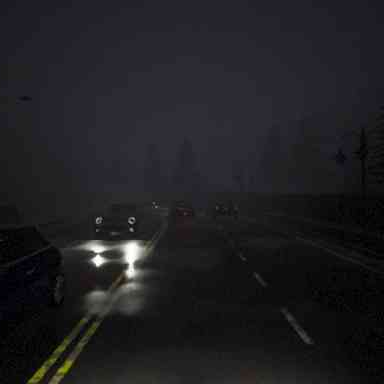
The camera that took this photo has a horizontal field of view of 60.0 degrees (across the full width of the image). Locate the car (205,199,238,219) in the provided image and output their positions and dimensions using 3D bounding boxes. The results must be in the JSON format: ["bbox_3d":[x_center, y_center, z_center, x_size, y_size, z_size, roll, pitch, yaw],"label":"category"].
[{"bbox_3d":[2.458,1.356,28.928,2.097,1.767,4.553,0,0,-9],"label":"car"}]

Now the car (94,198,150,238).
[{"bbox_3d":[-3.700,1.355,17.768,2.097,1.767,4.553,0,0,-1],"label":"car"}]

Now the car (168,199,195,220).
[{"bbox_3d":[-0.919,1.494,28.246,2.128,1.511,4.902,0,0,-9],"label":"car"}]

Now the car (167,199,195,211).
[{"bbox_3d":[-1.379,1.570,41.216,1.994,1.385,4.181,0,0,-25],"label":"car"}]

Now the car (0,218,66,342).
[{"bbox_3d":[-3.613,1.352,4.873,2.097,1.767,4.553,0,0,0],"label":"car"}]

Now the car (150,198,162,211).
[{"bbox_3d":[-5.180,1.511,41.036,1.837,1.490,4.892,0,0,-25],"label":"car"}]

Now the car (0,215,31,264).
[{"bbox_3d":[-7.061,1.566,10.409,1.994,1.385,4.181,0,0,0],"label":"car"}]
